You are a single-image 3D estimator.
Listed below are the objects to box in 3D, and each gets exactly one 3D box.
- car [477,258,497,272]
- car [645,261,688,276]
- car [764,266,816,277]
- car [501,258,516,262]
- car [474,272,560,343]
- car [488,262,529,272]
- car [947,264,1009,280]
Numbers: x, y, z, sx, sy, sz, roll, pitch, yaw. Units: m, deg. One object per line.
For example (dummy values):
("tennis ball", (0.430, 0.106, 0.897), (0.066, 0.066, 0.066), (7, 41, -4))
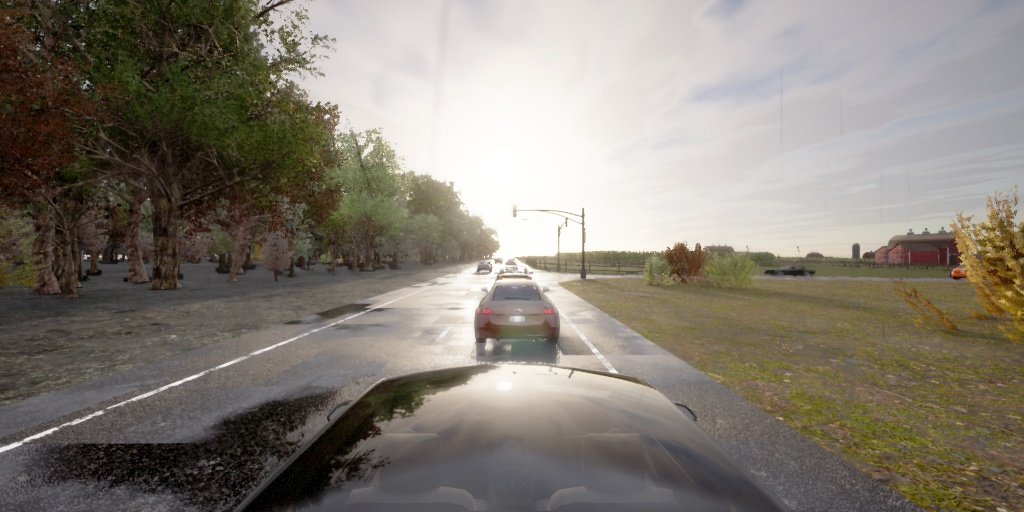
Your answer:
("car", (-3.419, 1.304, 45.546), (2.033, 1.411, 5.357), (0, 0, 0))
("car", (17.548, 1.352, 40.978), (4.553, 1.767, 2.097), (1, -1, 1))
("car", (31.555, 1.752, 40.878), (4.718, 1.301, 1.895), (1, -1, 0))
("car", (-0.109, 1.302, 56.125), (2.033, 1.411, 5.357), (0, 0, 2))
("car", (0.100, 1.316, 9.675), (1.994, 1.385, 4.181), (0, 0, 0))
("car", (0.094, 1.245, 18.573), (2.128, 1.511, 4.902), (0, 0, 0))
("car", (48.889, 1.633, 37.213), (4.553, 1.767, 2.097), (1, -1, 0))
